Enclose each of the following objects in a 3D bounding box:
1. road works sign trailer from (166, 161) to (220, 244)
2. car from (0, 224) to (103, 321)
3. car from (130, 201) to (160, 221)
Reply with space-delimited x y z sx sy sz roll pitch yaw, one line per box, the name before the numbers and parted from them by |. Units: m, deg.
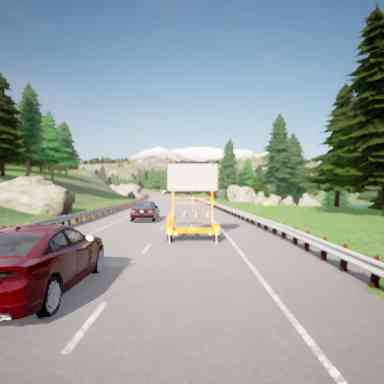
road works sign trailer | 0.022 0.387 15.360 2.380 3.560 2.880 0 0 -1
car | -3.399 1.440 7.358 1.882 1.535 5.008 0 0 0
car | -3.581 1.419 25.722 2.033 1.411 5.357 0 0 -2
